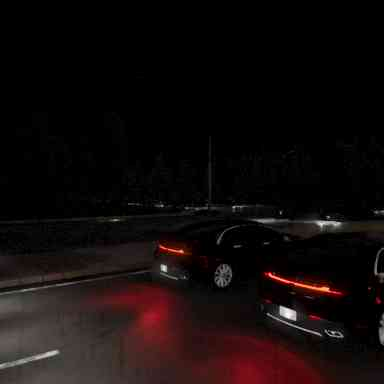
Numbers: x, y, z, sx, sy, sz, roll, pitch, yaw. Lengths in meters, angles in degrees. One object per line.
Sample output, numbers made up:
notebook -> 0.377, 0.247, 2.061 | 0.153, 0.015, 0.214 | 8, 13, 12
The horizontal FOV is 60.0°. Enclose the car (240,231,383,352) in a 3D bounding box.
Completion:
car -> 3.368, 1.505, 6.200 | 4.892, 1.490, 1.837 | 0, 0, -35

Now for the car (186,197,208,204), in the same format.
car -> 0.910, 1.600, 63.065 | 1.895, 1.301, 4.718 | 0, 0, -35

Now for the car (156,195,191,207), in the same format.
car -> -2.869, 1.547, 50.104 | 2.033, 1.411, 5.357 | 0, 0, -35

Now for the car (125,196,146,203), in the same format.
car -> -11.764, 1.539, 69.062 | 2.033, 1.411, 5.357 | 0, 0, -35

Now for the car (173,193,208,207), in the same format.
car -> -0.105, 1.221, 52.242 | 2.150, 2.045, 5.566 | 0, 0, -36

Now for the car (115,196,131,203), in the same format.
car -> -14.131, 1.491, 66.311 | 2.128, 1.511, 4.902 | 0, 0, -35

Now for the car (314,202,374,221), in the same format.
car -> 12.617, 1.547, 26.967 | 5.357, 1.411, 2.033 | 0, 0, -35

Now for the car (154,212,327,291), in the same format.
car -> 1.336, 1.505, 9.049 | 4.892, 1.490, 1.837 | 0, 0, -35

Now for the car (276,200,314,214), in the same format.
car -> 9.386, 1.491, 28.984 | 4.902, 1.511, 2.128 | 0, 0, -35

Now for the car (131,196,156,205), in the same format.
car -> -8.360, 1.601, 57.968 | 1.895, 1.301, 4.718 | 0, 0, -35

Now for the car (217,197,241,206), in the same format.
car -> 6.124, 1.525, 55.603 | 1.812, 1.442, 4.674 | 0, 0, -35
